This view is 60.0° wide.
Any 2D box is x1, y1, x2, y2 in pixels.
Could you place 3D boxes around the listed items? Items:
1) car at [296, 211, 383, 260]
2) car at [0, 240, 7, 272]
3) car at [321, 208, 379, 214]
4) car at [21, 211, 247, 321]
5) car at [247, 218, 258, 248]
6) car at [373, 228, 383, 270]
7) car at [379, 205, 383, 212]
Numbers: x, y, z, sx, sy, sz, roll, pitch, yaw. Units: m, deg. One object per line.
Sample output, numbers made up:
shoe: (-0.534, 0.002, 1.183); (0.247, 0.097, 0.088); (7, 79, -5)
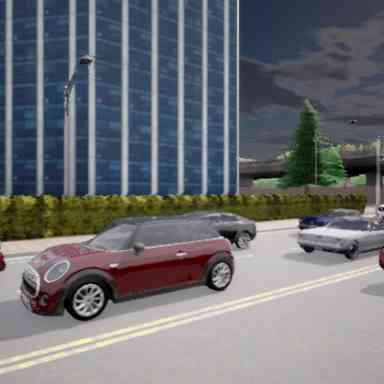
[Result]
car: (6.098, 1.618, 12.613); (4.718, 1.301, 1.895); (0, 0, -35)
car: (-6.913, 1.350, 7.658); (4.553, 1.767, 2.097); (0, 0, -35)
car: (7.924, 1.625, 18.181); (4.718, 1.301, 1.895); (0, 0, -35)
car: (-1.230, 1.357, 7.408); (4.553, 1.767, 2.097); (0, 0, -35)
car: (0.392, 1.503, 12.857); (4.902, 1.511, 2.128); (0, 0, -36)
car: (6.924, 1.616, 8.687); (4.718, 1.301, 1.895); (0, 0, -36)
car: (15.213, 1.171, 23.319); (5.566, 2.045, 2.150); (0, 0, -36)
